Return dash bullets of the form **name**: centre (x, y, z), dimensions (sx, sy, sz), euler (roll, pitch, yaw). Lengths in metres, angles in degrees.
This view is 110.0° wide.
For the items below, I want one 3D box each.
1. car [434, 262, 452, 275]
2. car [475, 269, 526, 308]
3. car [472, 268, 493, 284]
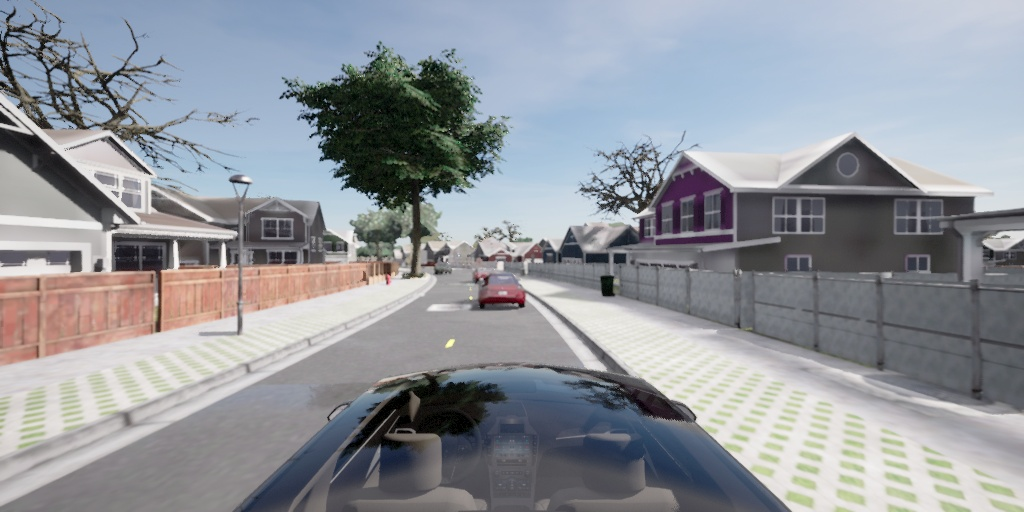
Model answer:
- **car**: centre (-9.552, 1.652, 49.508), dimensions (2.097, 1.767, 4.553), euler (0, 0, -16)
- **car**: centre (-0.530, 1.461, 16.240), dimensions (1.994, 1.385, 4.181), euler (0, -1, -5)
- **car**: centre (-2.412, 1.658, 31.076), dimensions (1.895, 1.301, 4.718), euler (0, -1, -10)
